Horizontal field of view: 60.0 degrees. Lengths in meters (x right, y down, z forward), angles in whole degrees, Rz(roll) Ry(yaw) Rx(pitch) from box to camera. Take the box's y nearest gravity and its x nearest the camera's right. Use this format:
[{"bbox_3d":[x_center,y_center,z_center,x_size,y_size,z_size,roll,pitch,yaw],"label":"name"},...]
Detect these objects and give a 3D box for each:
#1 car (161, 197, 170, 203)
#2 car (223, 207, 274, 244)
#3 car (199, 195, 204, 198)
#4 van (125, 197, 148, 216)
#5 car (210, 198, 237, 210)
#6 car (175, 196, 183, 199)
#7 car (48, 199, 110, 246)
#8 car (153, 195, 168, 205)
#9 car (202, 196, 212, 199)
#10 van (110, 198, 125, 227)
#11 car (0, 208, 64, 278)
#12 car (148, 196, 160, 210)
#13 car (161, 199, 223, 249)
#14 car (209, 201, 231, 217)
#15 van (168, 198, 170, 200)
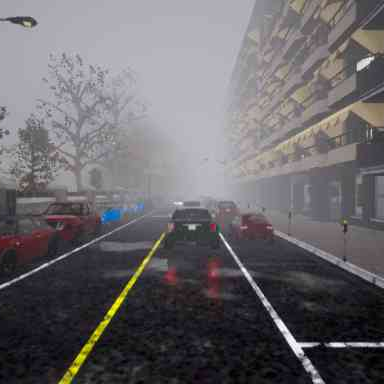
[{"bbox_3d":[-5.691,1.701,71.883,1.802,1.307,4.206,0,0,0],"label":"car"},{"bbox_3d":[2.690,1.597,15.580,1.802,1.307,4.206,0,0,0],"label":"car"},{"bbox_3d":[2.690,1.519,54.993,1.967,1.590,4.097,0,0,0],"label":"car"},{"bbox_3d":[-5.691,1.381,32.472,1.690,1.788,3.998,0,0,0],"label":"van"},{"bbox_3d":[2.690,1.472,26.842,1.967,1.590,4.097,0,0,0],"label":"car"},{"bbox_3d":[-3.000,1.617,76.013,2.128,1.511,4.902,0,0,0],"label":"car"},{"bbox_3d":[-5.691,1.330,15.581,2.192,1.841,5.009,0,0,0],"label":"car"},{"bbox_3d":[-5.690,1.394,54.993,2.192,1.841,5.009,0,0,0],"label":"car"},{"bbox_3d":[2.689,1.623,43.733,1.947,1.339,4.313,0,0,0],"label":"car"},{"bbox_3d":[-5.690,1.364,21.211,1.690,1.788,3.998,0,0,0],"label":"van"},{"bbox_3d":[-5.689,1.447,9.949,1.967,1.590,4.097,0,0,0],"label":"car"},{"bbox_3d":[-5.691,1.623,43.733,1.947,1.339,4.313,0,0,0],"label":"car"},{"bbox_3d":[-0.001,1.381,14.621,2.097,1.767,4.553,0,0,0],"label":"car"},{"bbox_3d":[2.690,1.622,32.472,1.802,1.307,4.206,0,0,0],"label":"car"},{"bbox_3d":[-5.691,1.446,66.253,1.690,1.788,3.998,0,0,0],"label":"van"}]
